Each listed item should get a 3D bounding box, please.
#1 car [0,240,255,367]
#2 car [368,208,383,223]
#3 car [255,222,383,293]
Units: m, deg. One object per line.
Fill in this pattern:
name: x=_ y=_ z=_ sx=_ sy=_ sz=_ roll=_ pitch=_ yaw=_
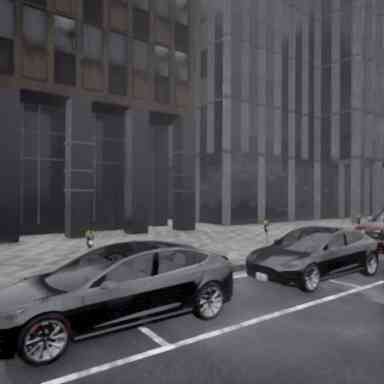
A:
car: x=-1.176 y=1.587 z=5.811 sx=4.313 sy=1.339 sz=1.947 roll=1 pitch=-1 yaw=-35
car: x=8.006 y=1.441 z=12.354 sx=5.009 sy=1.841 sz=2.192 roll=1 pitch=-1 yaw=-35
car: x=3.414 y=1.639 z=9.082 sx=4.313 sy=1.339 sz=1.947 roll=1 pitch=-1 yaw=-35
